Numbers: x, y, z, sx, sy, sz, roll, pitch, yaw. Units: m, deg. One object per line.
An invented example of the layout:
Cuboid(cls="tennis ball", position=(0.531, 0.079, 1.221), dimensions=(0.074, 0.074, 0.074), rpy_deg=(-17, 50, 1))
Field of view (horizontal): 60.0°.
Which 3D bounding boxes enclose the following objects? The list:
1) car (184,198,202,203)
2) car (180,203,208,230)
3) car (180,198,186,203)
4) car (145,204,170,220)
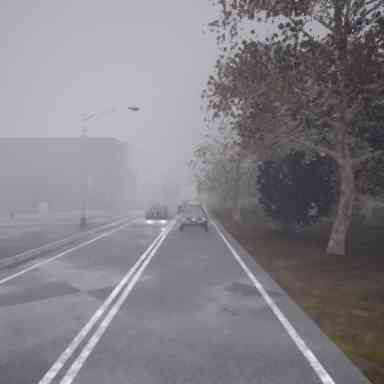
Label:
Cuboid(cls="car", position=(0.342, 1.849, 41.468), dimensions=(1.882, 1.535, 5.008), rpy_deg=(0, 0, 1))
Cuboid(cls="car", position=(0.133, 1.743, 22.677), dimensions=(2.033, 1.411, 5.357), rpy_deg=(0, -1, 0))
Cuboid(cls="car", position=(-1.861, 2.168, 84.300), dimensions=(1.994, 1.385, 4.181), rpy_deg=(0, 0, 2))
Cuboid(cls="car", position=(-3.167, 1.847, 31.254), dimensions=(1.994, 1.385, 4.181), rpy_deg=(0, -1, 1))
